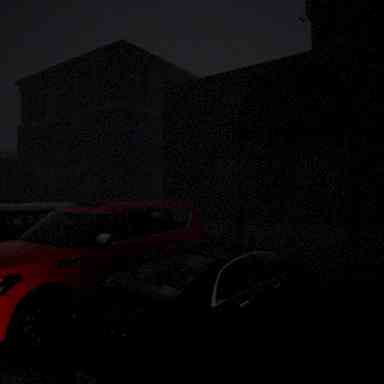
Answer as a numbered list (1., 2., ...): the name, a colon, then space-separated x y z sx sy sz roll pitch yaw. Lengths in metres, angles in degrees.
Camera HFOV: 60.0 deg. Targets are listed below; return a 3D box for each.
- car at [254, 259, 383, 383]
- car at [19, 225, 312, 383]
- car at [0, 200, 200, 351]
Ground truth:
1. car: 2.679 1.509 3.408 2.163 1.488 4.792 0 0 36
2. car: 0.430 1.483 5.041 2.231 1.521 4.892 0 0 35
3. car: -1.846 1.232 6.638 2.435 2.045 5.566 0 0 36
